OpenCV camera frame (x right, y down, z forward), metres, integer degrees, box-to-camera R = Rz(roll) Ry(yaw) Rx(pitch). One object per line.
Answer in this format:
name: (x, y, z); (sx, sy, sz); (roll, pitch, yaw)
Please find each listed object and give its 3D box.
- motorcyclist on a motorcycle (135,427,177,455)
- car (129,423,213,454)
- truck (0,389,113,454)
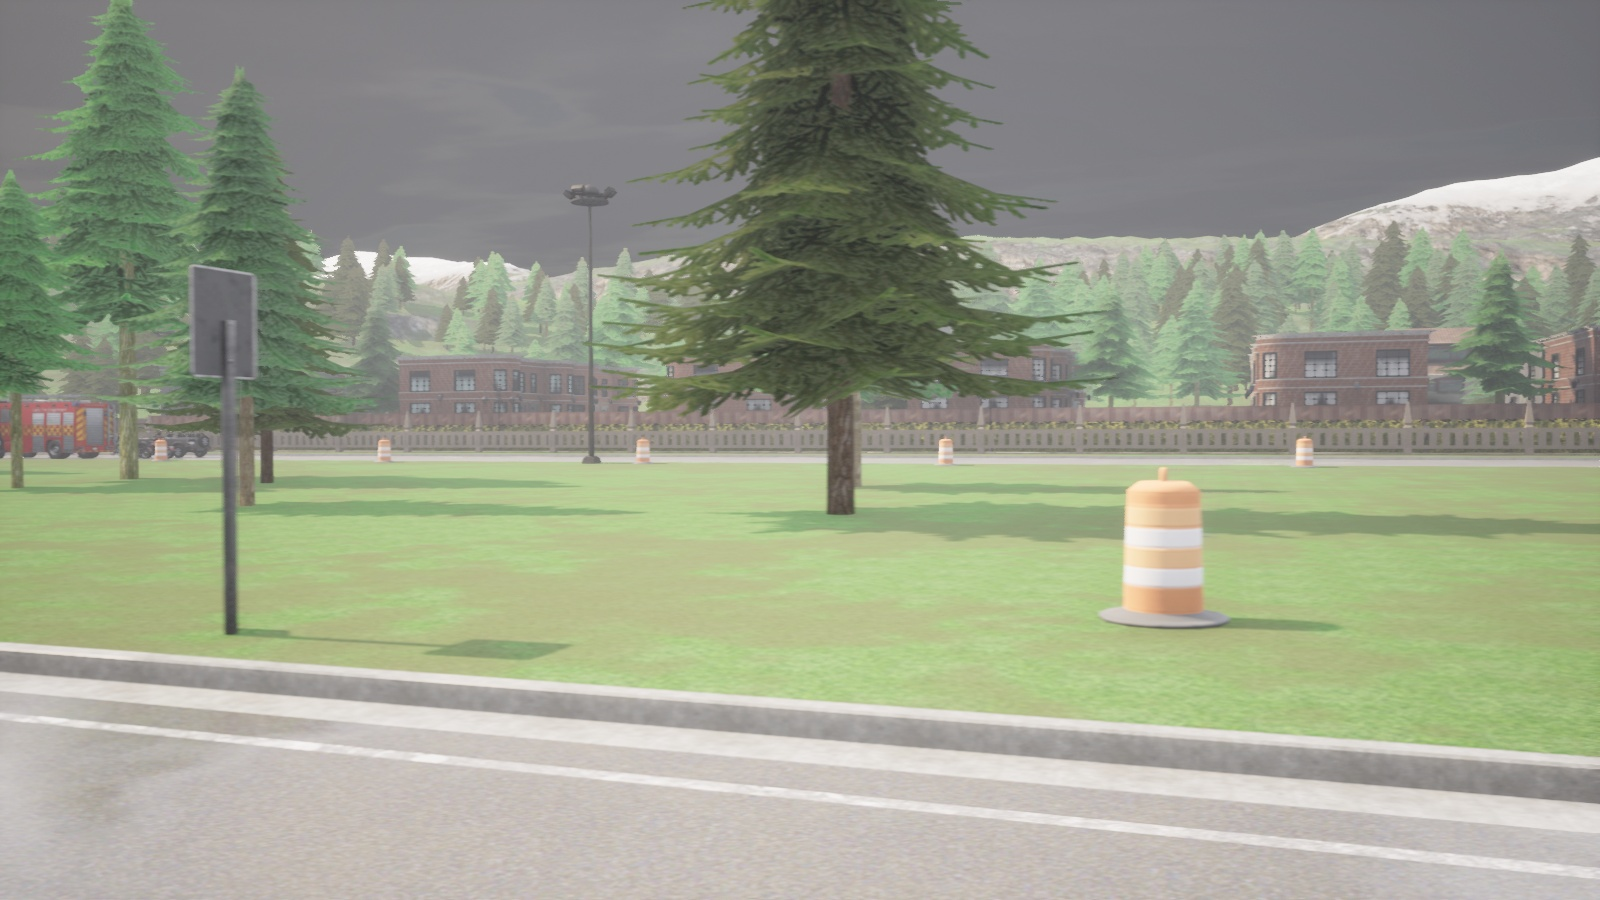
motorcyclist on a motorcycle: (-37.565, -0.538, 73.274); (2.350, 1.649, 0.766); (0, 1, 18)
car: (-38.752, -0.741, 77.356); (4.605, 1.855, 1.932); (1, 1, 19)
truck: (-46.117, -1.731, 76.109); (8.468, 3.827, 2.891); (1, 1, 18)
